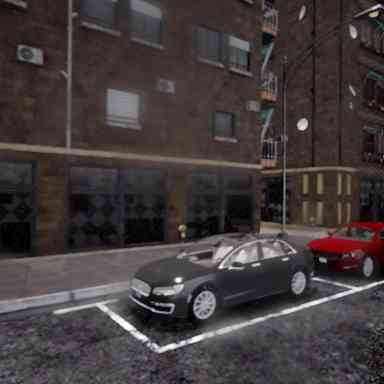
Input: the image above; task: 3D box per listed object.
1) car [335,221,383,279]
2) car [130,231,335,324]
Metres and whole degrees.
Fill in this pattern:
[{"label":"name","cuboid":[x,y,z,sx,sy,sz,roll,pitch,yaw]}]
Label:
[{"label":"car","cuboid":[5.425,1.647,10.429,4.507,1.381,1.887,1,0,-36]},{"label":"car","cuboid":[0.837,1.597,7.156,4.403,1.369,2.008,1,0,-36]}]
